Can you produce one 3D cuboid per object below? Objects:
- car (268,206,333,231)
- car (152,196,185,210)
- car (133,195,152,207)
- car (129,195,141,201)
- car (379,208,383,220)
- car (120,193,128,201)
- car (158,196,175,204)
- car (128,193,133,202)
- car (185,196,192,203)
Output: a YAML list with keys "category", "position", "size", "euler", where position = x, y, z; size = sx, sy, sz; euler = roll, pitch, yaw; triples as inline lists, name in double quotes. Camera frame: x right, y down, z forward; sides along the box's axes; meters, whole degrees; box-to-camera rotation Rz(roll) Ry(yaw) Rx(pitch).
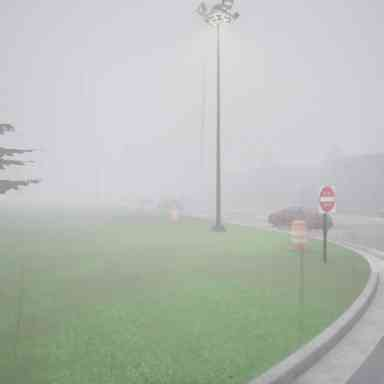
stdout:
- category: "car"
  position: [6.565, 1.556, 20.526]
  size: [1.994, 1.385, 4.181]
  euler: [0, 0, -23]
- category: "car"
  position: [-3.127, 1.481, 42.816]
  size: [2.128, 1.511, 4.902]
  euler: [0, 0, -23]
- category: "car"
  position: [-7.286, 1.480, 52.393]
  size: [2.128, 1.511, 4.902]
  euler: [0, 0, -24]
- category: "car"
  position: [-15.072, 1.576, 87.609]
  size: [1.895, 1.301, 4.718]
  euler: [0, 0, -23]
- category: "car"
  position: [16.330, 1.465, 24.400]
  size: [1.882, 1.535, 5.008]
  euler: [0, 0, -23]
- category: "car"
  position: [-15.821, 1.209, 80.552]
  size: [2.150, 2.045, 5.566]
  euler: [0, 0, -23]
- category: "car"
  position: [-5.043, 1.510, 64.538]
  size: [1.812, 1.442, 4.674]
  euler: [0, 0, -23]
- category: "car"
  position: [-11.685, 1.462, 71.039]
  size: [1.882, 1.535, 5.008]
  euler: [0, 0, -23]
- category: "car"
  position: [-1.608, 1.487, 65.416]
  size: [1.837, 1.490, 4.892]
  euler: [0, 0, -23]
